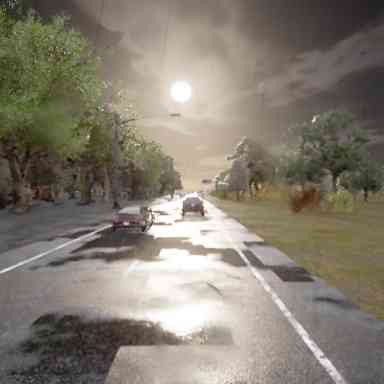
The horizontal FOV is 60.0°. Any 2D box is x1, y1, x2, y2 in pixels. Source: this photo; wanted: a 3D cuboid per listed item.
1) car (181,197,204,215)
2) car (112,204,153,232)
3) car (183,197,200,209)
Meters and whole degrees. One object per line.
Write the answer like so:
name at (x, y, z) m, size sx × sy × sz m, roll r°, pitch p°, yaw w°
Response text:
car at (0.085, 1.230, 31.922) m, size 2.097 × 1.767 × 4.553 m, roll 0°, pitch 0°, yaw 0°
car at (-3.406, 1.450, 19.549) m, size 1.812 × 1.442 × 4.674 m, roll 0°, pitch 0°, yaw 0°
car at (0.004, 1.385, 42.747) m, size 2.033 × 1.411 × 5.357 m, roll 0°, pitch 0°, yaw 0°
